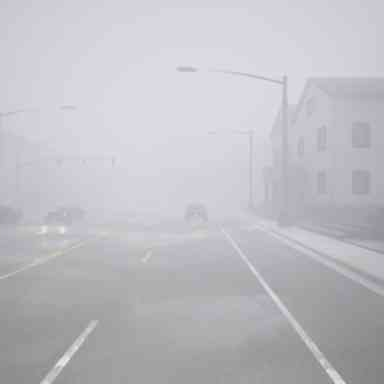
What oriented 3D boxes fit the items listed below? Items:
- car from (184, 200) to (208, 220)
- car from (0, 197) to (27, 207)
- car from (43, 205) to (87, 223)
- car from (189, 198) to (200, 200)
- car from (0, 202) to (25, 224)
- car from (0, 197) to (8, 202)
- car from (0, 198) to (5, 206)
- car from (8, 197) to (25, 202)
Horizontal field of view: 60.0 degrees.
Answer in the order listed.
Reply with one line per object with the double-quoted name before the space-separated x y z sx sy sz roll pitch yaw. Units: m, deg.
"car" 0.402 1.794 30.910 1.837 1.490 4.892 0 -1 1
"car" -31.690 1.715 57.995 2.038 1.542 4.974 0 -1 29
"car" -10.227 1.764 27.094 1.895 1.301 4.718 0 -1 1
"car" 0.175 1.920 61.116 2.097 1.767 4.553 0 0 -24
"car" -13.799 1.642 23.061 2.033 1.411 5.357 0 0 1
"car" -30.975 1.672 52.618 2.038 1.542 4.974 1 -1 -36
"car" -31.004 1.514 52.662 1.853 1.218 4.536 1 -1 -36
"car" -31.714 1.557 57.951 1.853 1.218 4.536 0 -1 29
